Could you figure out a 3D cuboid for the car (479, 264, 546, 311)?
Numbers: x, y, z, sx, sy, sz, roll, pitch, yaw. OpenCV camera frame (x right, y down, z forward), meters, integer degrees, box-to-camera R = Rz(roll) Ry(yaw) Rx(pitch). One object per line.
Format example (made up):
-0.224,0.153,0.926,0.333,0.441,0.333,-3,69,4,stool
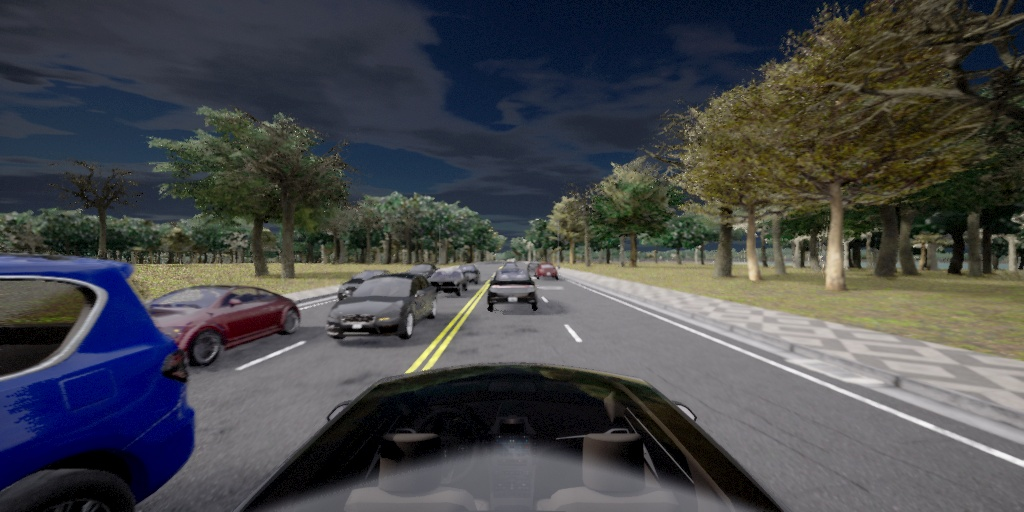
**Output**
0.012,1.274,14.719,2.128,1.511,4.902,0,0,0,car

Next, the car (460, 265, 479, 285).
-3.414,1.397,27.083,1.994,1.385,4.181,0,0,0,car

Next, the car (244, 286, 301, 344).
-6.626,1.350,7.870,1.994,1.385,4.181,0,0,0,car

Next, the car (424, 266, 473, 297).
-3.452,1.407,19.522,1.895,1.301,4.718,0,0,0,car

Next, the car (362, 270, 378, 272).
-6.684,1.374,17.418,1.994,1.385,4.181,0,0,0,car

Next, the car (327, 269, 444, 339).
-3.397,1.286,10.258,1.837,1.490,4.892,0,0,0,car

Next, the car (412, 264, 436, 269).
-6.664,1.357,27.061,1.837,1.490,4.892,0,0,0,car

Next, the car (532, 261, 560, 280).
3.071,1.353,32.381,1.812,1.442,4.674,0,0,0,car

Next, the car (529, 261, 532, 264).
3.010,1.380,47.979,2.128,1.511,4.902,0,0,0,car

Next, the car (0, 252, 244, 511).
-3.316,0.980,0.207,2.150,2.045,5.566,0,0,0,car
